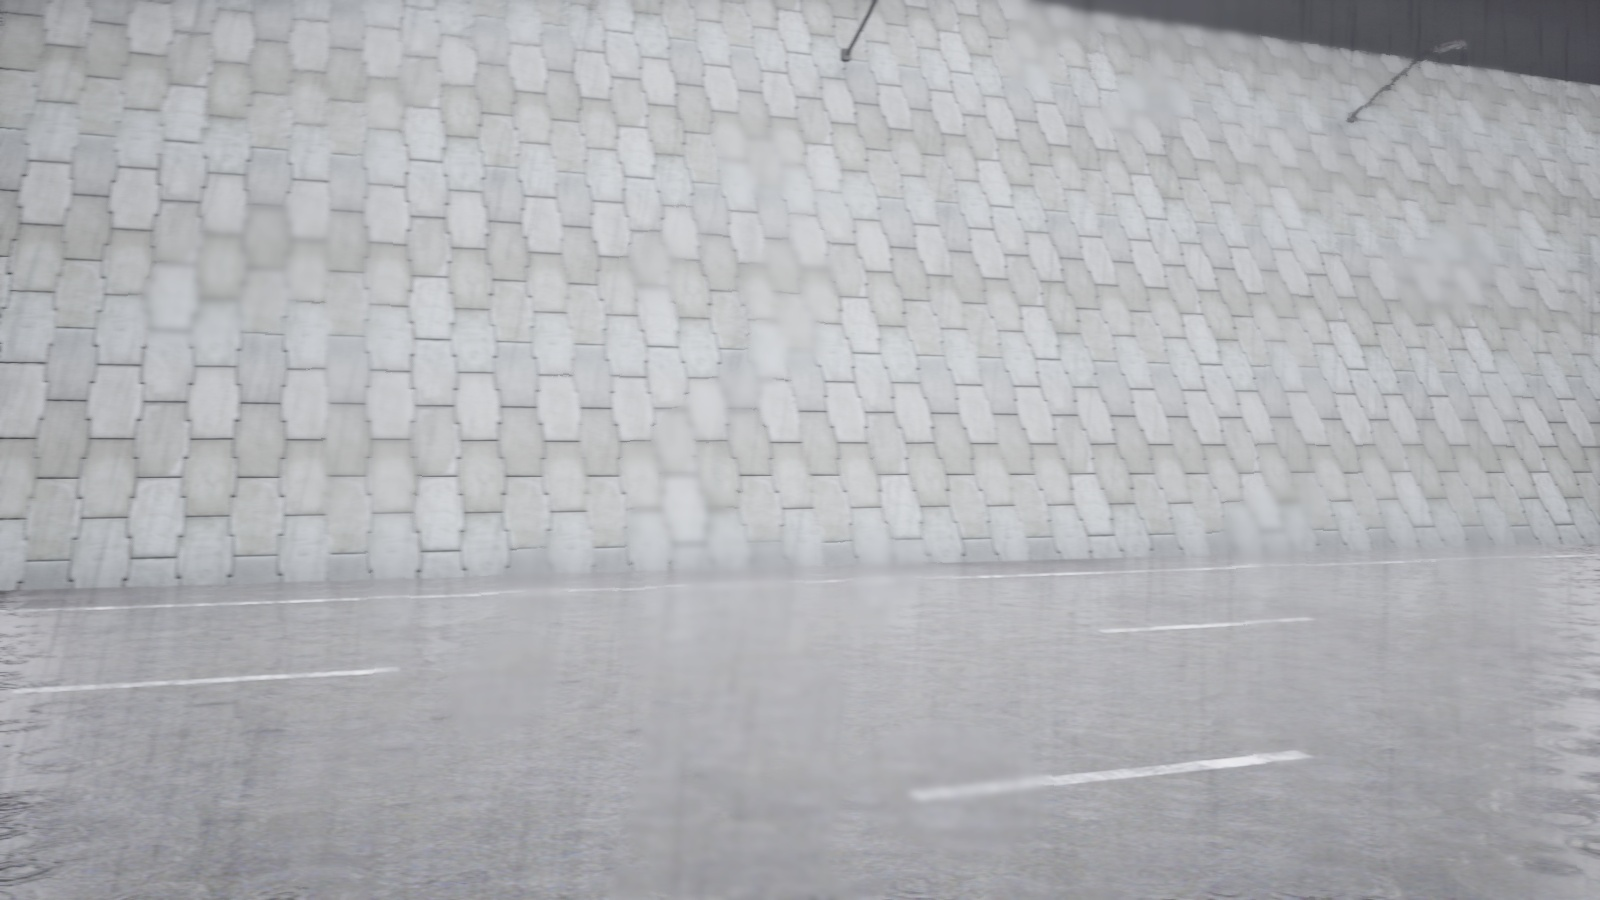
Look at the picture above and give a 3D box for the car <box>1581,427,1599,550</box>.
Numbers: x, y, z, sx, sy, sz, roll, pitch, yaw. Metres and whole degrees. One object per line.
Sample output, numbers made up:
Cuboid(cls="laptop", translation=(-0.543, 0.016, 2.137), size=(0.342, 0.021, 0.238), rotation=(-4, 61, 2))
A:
Cuboid(cls="car", translation=(11.803, 0.436, 15.207), size=(4.193, 1.474, 1.816), rotation=(-1, 1, -21))
